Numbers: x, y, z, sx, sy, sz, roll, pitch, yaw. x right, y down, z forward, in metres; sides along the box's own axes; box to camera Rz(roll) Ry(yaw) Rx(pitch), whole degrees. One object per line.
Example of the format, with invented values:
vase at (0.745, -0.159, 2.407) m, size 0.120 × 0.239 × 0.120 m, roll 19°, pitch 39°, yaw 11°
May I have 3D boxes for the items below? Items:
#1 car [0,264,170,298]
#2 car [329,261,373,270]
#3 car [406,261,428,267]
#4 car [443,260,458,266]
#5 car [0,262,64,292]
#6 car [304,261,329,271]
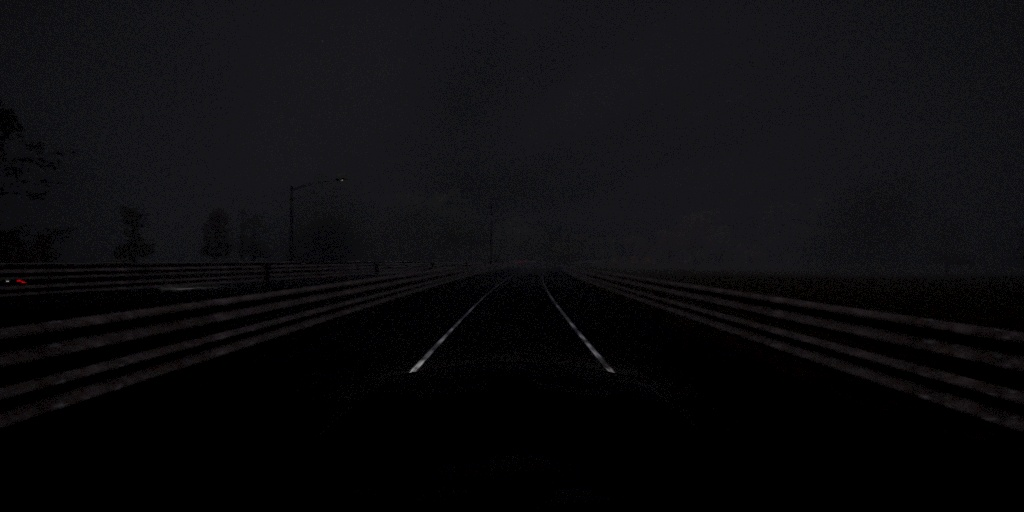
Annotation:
car at (-19.166, 1.067, 16.473) m, size 2.033 × 1.411 × 5.357 m, roll 0°, pitch -1°, yaw 13°
car at (-17.395, 1.378, 39.491) m, size 1.895 × 1.301 × 4.718 m, roll 0°, pitch -1°, yaw 14°
car at (-15.725, 1.493, 59.465) m, size 2.128 × 1.511 × 4.902 m, roll 0°, pitch -1°, yaw 15°
car at (-10.696, 1.554, 64.414) m, size 2.128 × 1.511 × 4.902 m, roll 0°, pitch -1°, yaw 16°
car at (-26.079, 1.047, 17.674) m, size 1.812 × 1.442 × 4.674 m, roll 0°, pitch -1°, yaw 12°
car at (-20.805, 1.272, 40.166) m, size 2.128 × 1.511 × 4.902 m, roll 0°, pitch -1°, yaw 14°
